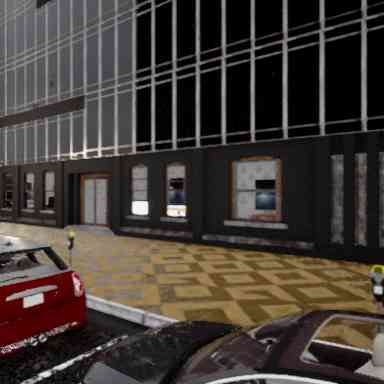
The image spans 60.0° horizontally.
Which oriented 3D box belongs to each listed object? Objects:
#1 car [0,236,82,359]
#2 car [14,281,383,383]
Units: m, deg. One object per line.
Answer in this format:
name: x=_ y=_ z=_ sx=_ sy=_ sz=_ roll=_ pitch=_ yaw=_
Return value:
car: x=-3.647 y=1.439 z=5.475 sx=4.097 sy=1.590 sz=1.967 roll=0 pitch=0 yaw=35
car: x=0.987 y=1.551 z=2.171 sx=4.403 sy=1.369 sz=2.008 roll=0 pitch=0 yaw=35
